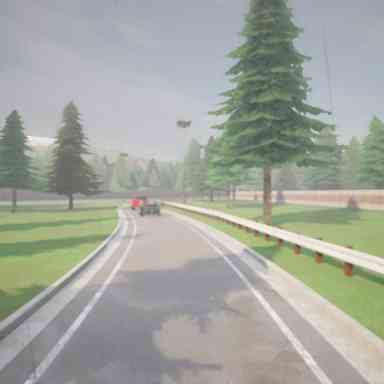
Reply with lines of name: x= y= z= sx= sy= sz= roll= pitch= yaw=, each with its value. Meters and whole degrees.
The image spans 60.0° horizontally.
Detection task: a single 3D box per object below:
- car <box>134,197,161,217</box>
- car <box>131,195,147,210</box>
car: x=-4.272 y=1.586 z=32.968 sx=2.128 sy=1.511 sz=4.902 roll=0 pitch=0 yaw=-13
car: x=-6.973 y=1.354 z=44.671 sx=2.150 sy=2.045 sz=5.566 roll=0 pitch=0 yaw=-12
